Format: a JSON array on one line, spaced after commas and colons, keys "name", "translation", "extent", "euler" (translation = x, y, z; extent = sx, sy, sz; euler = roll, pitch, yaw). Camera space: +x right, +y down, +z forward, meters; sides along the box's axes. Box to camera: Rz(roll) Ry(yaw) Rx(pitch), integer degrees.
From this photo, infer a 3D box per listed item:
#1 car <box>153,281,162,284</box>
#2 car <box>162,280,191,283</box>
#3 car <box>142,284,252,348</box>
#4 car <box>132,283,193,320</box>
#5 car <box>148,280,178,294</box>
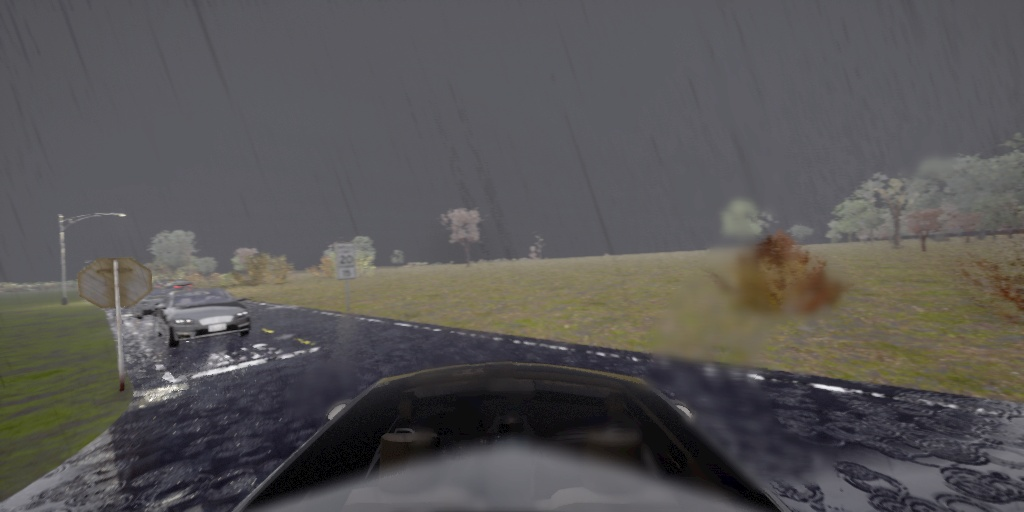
[{"name": "car", "translation": [-27.982, 2.854, 26.939], "extent": [4.181, 1.385, 1.994], "euler": [-3, 0, 40]}, {"name": "car", "translation": [-31.371, 2.988, 33.708], "extent": [4.892, 1.490, 1.837], "euler": [-3, 0, 41]}, {"name": "car", "translation": [-9.882, 1.786, 11.371], "extent": [4.902, 1.511, 2.128], "euler": [-3, 0, 41]}, {"name": "car", "translation": [-17.476, 2.276, 17.904], "extent": [4.181, 1.385, 1.994], "euler": [-3, 0, 41]}, {"name": "car", "translation": [-40.427, 3.540, 41.486], "extent": [5.357, 1.411, 2.033], "euler": [-3, 0, 41]}]
